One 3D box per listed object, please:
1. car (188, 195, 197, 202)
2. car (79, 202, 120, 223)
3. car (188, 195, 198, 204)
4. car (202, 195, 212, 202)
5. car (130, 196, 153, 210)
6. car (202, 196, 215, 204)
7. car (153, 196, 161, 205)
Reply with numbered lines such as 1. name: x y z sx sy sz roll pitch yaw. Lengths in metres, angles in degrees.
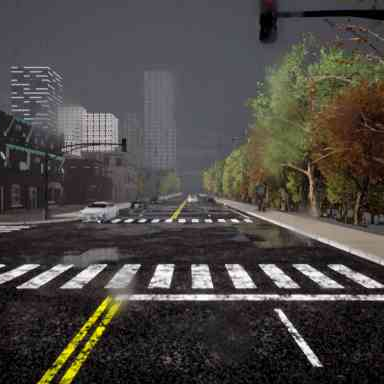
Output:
1. car: 0.085 1.448 74.818 1.882 1.535 5.008 0 0 0
2. car: -7.114 1.518 26.054 1.812 1.442 4.674 0 0 7
3. car: 0.153 1.501 64.624 1.812 1.442 4.674 0 0 0
4. car: 3.328 1.510 74.397 2.033 1.411 5.357 0 0 0
5. car: -6.560 1.479 41.829 2.128 1.511 4.902 0 0 0
6. car: 3.410 1.523 63.743 2.033 1.411 5.357 0 0 0
7. car: -6.520 1.483 58.458 1.837 1.490 4.892 0 0 0
